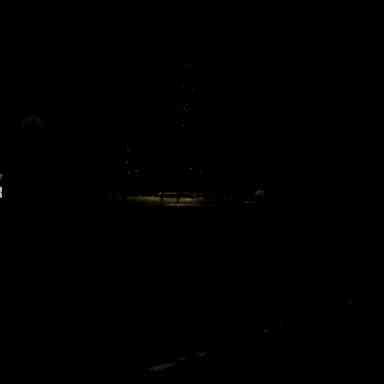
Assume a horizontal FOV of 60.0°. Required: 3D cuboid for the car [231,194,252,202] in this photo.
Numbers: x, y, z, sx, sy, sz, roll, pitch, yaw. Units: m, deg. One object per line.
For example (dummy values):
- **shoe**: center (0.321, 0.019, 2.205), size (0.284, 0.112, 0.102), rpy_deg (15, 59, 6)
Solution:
- **car**: center (9.440, 1.112, 63.358), size (1.812, 1.442, 4.674), rpy_deg (1, 0, -35)
